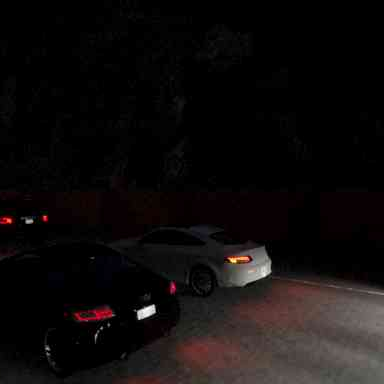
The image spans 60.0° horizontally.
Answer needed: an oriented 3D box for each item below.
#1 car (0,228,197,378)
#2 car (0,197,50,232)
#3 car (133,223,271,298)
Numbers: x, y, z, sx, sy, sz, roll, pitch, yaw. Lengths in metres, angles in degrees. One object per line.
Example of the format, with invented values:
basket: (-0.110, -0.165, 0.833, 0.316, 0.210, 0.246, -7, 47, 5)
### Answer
car: (-2.234, 1.564, 5.591, 4.181, 1.385, 1.994, 0, 0, 36)
car: (-8.407, 1.221, 14.306, 5.566, 2.045, 2.150, 0, 0, 36)
car: (-0.320, 1.526, 8.525, 4.674, 1.442, 1.812, 0, 0, 36)
